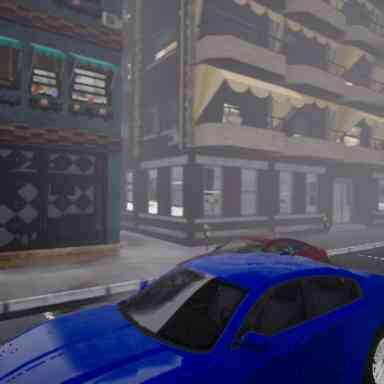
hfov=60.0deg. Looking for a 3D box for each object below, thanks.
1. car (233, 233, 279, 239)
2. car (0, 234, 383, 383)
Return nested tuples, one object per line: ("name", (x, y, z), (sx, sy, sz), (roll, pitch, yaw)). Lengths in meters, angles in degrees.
("car", (1.506, 1.644, 7.636), (4.206, 1.307, 1.802), (1, 0, -36))
("car", (0.501, 1.505, 3.737), (5.008, 1.535, 1.882), (1, 0, -36))
